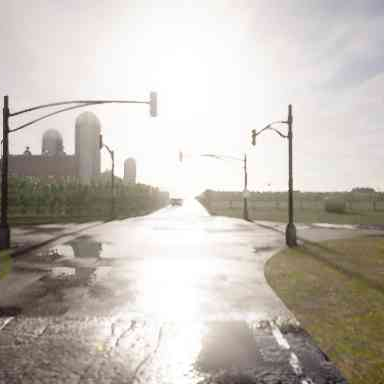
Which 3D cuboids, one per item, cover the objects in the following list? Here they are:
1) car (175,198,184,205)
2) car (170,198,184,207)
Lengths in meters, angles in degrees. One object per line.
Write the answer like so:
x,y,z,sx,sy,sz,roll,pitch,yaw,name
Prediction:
-2.741,2.057,75.583,1.837,1.490,4.892,0,-1,0,car
-2.755,1.939,59.842,1.837,1.490,4.892,0,0,0,car
